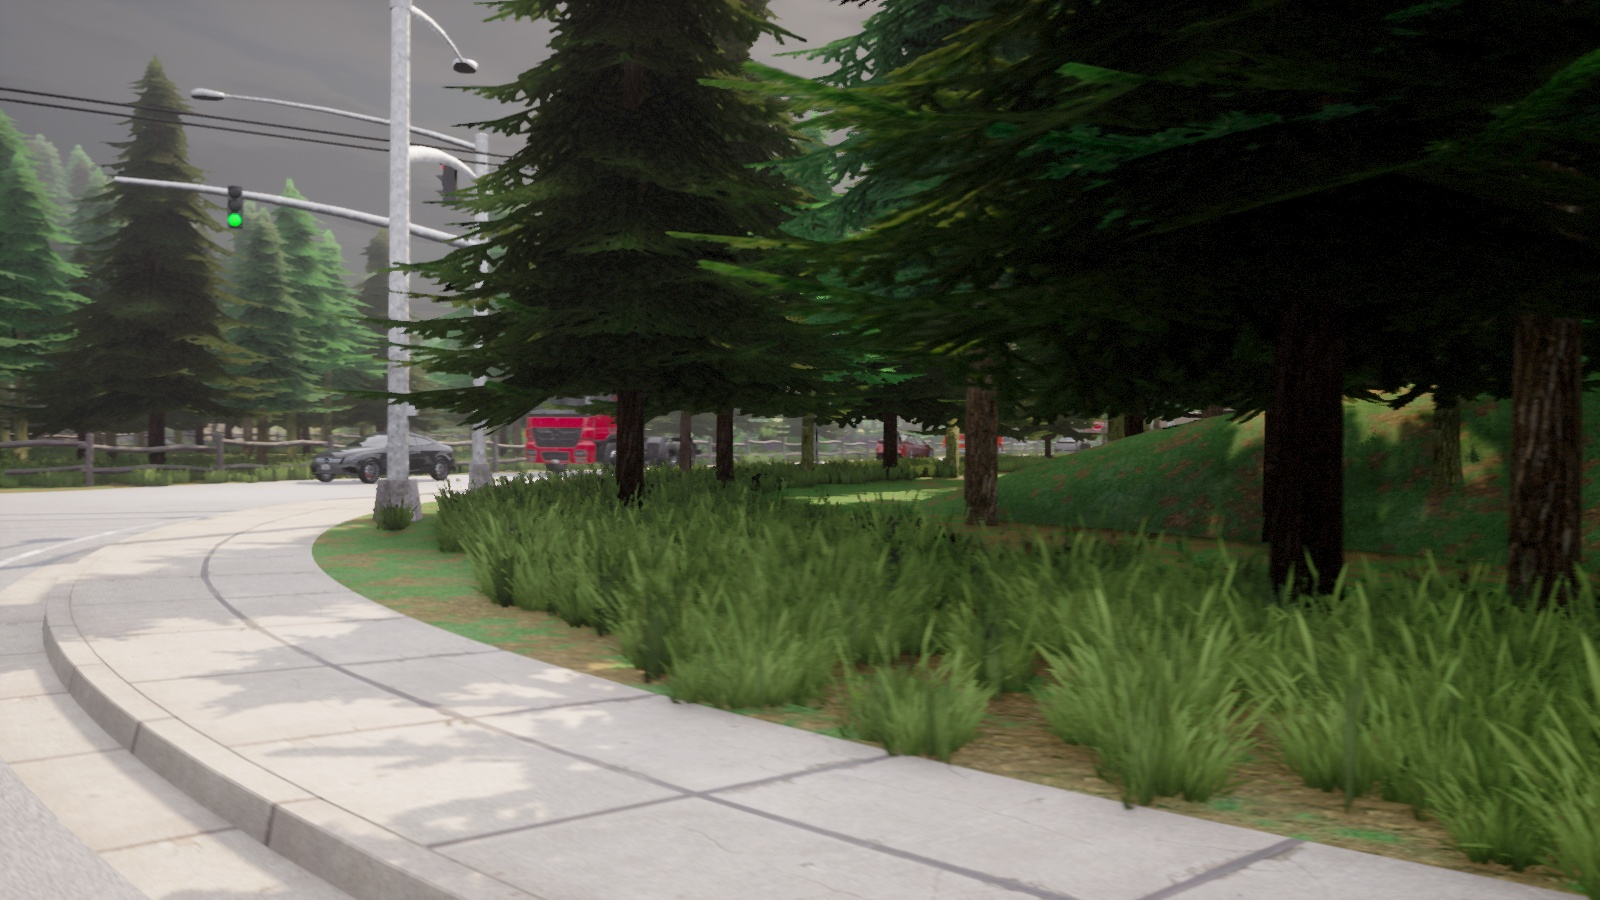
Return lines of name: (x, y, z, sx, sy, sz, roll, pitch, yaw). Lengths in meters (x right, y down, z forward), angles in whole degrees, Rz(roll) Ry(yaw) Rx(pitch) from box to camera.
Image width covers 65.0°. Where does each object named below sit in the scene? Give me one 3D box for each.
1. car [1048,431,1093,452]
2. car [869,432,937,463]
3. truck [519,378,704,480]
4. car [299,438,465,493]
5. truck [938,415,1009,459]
car: (20.333, -0.653, 94.132, 2.128, 1.511, 4.902, 0, 1, 27)
car: (5.346, -0.174, 64.578, 2.007, 1.525, 4.514, 0, 1, 26)
truck: (-6.834, -0.778, 47.055, 2.891, 3.462, 7.936, 0, 1, 25)
car: (-11.945, 0.406, 36.250, 1.812, 1.442, 4.674, 0, 1, 25)
truck: (10.342, -0.775, 74.530, 2.627, 2.467, 5.204, 0, 1, 27)
